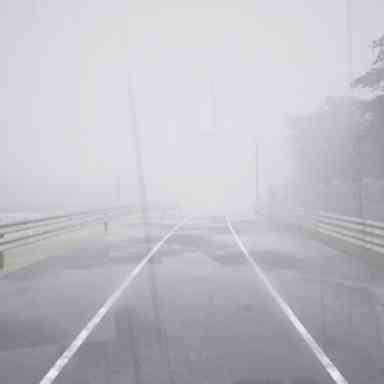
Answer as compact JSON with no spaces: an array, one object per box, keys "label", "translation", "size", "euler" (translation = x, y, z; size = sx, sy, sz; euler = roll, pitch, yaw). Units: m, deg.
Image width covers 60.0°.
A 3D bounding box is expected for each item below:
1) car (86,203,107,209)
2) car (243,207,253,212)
[{"label":"car","translation":[-13.705,2.399,50.795],"size":[4.902,1.511,2.128],"euler":[3,-4,-40]},{"label":"car","translation":[14.553,4.575,86.272],"size":[1.812,1.442,4.674],"euler":[-1,-4,25]}]
